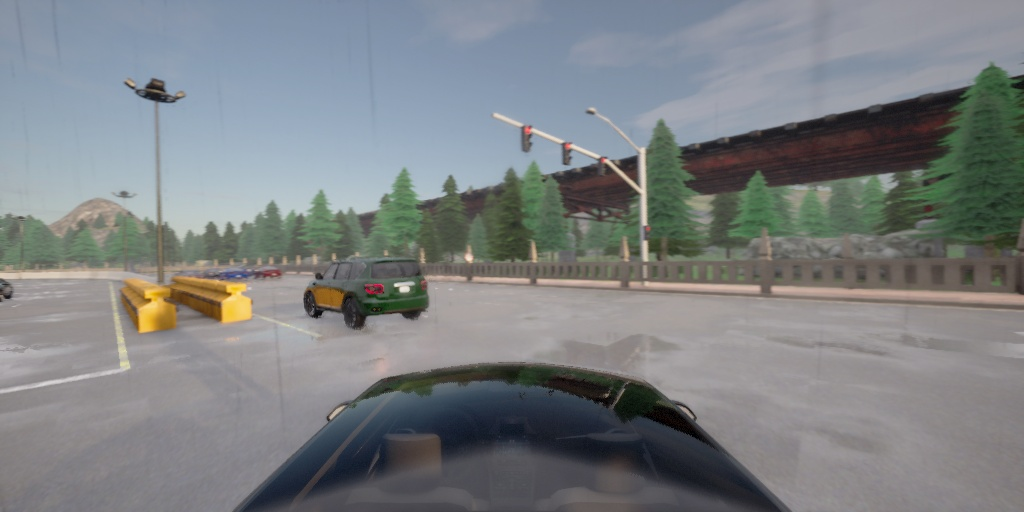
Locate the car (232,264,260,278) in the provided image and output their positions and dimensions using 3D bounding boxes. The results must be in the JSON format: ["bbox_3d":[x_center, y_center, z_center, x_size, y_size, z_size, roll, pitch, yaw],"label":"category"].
[{"bbox_3d":[-36.407,2.025,49.025,4.553,1.767,2.097,-1,0,42],"label":"car"}]

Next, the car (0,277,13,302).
[{"bbox_3d":[-32.287,2.055,21.849,4.902,1.511,2.128,-1,0,42],"label":"car"}]

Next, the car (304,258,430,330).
[{"bbox_3d":[-5.024,1.099,12.059,5.566,2.045,2.150,-1,0,43],"label":"car"}]

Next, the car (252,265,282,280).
[{"bbox_3d":[-28.908,1.961,42.411,5.008,1.535,1.882,-1,0,42],"label":"car"}]

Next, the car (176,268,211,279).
[{"bbox_3d":[-32.922,2.130,36.703,5.357,1.411,2.033,-1,0,42],"label":"car"}]

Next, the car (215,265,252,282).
[{"bbox_3d":[-30.584,2.002,39.304,5.008,1.535,1.882,-1,0,42],"label":"car"}]

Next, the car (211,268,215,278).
[{"bbox_3d":[-38.476,2.271,46.187,5.357,1.411,2.033,-1,0,42],"label":"car"}]
